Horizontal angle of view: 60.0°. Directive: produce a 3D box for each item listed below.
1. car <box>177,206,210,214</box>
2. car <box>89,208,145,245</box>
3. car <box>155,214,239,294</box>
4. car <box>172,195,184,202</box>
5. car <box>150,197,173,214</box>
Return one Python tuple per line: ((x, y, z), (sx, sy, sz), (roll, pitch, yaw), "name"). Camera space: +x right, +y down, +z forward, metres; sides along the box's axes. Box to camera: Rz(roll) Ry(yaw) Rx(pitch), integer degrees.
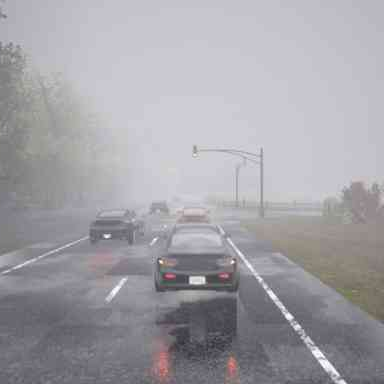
((0.113, 1.542, 19.615), (1.812, 1.442, 4.674), (0, 0, 0), "car")
((-3.401, 1.517, 15.747), (1.837, 1.490, 4.892), (0, 0, 0), "car")
((0.101, 1.533, 8.709), (1.812, 1.442, 4.674), (0, 0, 0), "car")
((-3.501, 1.404, 77.247), (2.097, 1.767, 4.553), (0, 0, 0), "car")
((-3.401, 1.535, 35.726), (1.837, 1.490, 4.892), (0, 0, 0), "car")
